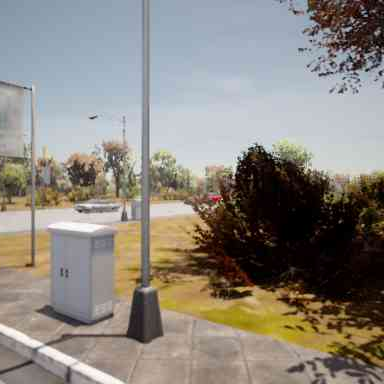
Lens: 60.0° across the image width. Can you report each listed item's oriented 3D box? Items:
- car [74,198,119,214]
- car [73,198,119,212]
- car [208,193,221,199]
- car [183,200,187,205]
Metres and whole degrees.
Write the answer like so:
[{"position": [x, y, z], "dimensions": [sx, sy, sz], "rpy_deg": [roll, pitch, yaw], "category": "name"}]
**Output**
[{"position": [-10.058, 1.542, 35.307], "dimensions": [1.895, 1.301, 4.718], "rpy_deg": [0, 0, 32], "category": "car"}, {"position": [-11.363, 1.481, 39.783], "dimensions": [2.033, 1.411, 5.357], "rpy_deg": [0, 0, 32], "category": "car"}, {"position": [2.927, 1.157, 55.581], "dimensions": [2.150, 2.045, 5.566], "rpy_deg": [0, 0, 33], "category": "car"}, {"position": [0.165, 1.490, 57.757], "dimensions": [1.994, 1.385, 4.181], "rpy_deg": [0, 0, 33], "category": "car"}]
